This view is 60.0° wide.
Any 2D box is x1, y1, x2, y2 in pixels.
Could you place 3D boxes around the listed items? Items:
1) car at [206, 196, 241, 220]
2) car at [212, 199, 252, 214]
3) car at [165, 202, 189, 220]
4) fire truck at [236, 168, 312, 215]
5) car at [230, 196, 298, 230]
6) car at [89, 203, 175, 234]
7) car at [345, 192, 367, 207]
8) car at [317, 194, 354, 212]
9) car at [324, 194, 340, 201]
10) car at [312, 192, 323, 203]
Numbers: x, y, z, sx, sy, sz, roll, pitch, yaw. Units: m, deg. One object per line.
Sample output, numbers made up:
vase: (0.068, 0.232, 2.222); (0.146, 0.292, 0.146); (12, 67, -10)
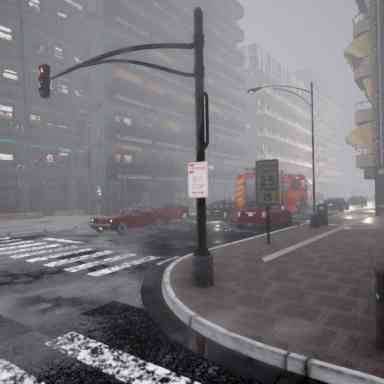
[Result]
car: (2.594, 1.335, 26.715); (1.837, 1.490, 4.892); (-1, 0, 36)
car: (4.028, 1.383, 33.059); (2.008, 1.369, 4.403); (-1, 0, 36)
car: (-2.003, 1.458, 24.954); (1.887, 1.381, 4.507); (-1, 0, 36)
fire truck: (6.821, 0.096, 27.270); (2.891, 3.827, 8.468); (-1, 0, 36)
car: (4.203, 1.200, 18.906); (1.967, 1.590, 4.097); (-1, 0, 36)
car: (-3.334, 1.511, 18.574); (1.895, 1.301, 4.718); (-1, 0, 35)
car: (20.817, 1.087, 41.840); (1.887, 1.381, 4.507); (-1, 0, 36)
car: (14.136, 1.195, 32.692); (1.947, 1.339, 4.313); (-1, 0, 36)
car: (27.415, 1.083, 65.079); (2.008, 1.369, 4.403); (-1, 0, 36)
car: (20.729, 0.930, 55.931); (2.192, 1.841, 5.009); (-1, 0, 36)
